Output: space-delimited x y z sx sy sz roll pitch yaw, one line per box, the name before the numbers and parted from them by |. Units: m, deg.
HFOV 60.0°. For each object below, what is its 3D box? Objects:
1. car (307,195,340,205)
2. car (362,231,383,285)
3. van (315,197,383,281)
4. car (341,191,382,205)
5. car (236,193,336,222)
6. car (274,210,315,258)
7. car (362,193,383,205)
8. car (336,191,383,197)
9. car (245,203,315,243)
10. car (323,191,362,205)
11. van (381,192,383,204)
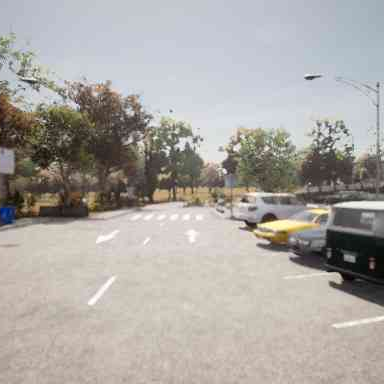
car | 20.946 1.225 53.074 2.163 1.488 4.792 0 0 -21
car | 5.367 1.456 4.982 5.008 1.535 2.097 1 0 -20
van | 5.487 1.214 8.026 4.442 1.987 1.878 1 0 -20
car | 27.029 0.946 53.192 2.435 2.045 5.566 0 -1 -22
car | 5.386 1.118 20.018 5.566 2.045 2.435 1 0 -20
car | 5.381 1.461 10.985 4.674 1.452 2.002 1 1 -20
car | 30.025 1.073 53.322 2.185 1.767 4.553 0 -1 -22
car | 18.350 1.036 36.012 2.435 2.045 5.566 0 1 -21
car | 5.198 1.399 13.926 5.366 1.575 1.946 1 1 -20
car | 23.969 0.945 53.155 2.435 2.045 5.566 0 0 -21
van | 33.005 0.975 53.474 1.878 1.987 4.442 0 0 -22
